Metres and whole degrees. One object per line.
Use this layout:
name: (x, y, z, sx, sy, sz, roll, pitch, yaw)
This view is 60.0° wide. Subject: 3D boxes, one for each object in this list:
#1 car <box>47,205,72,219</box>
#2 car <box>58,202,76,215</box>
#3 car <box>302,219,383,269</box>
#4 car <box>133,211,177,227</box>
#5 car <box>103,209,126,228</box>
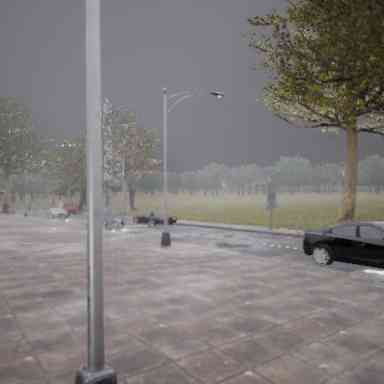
car: (-17.872, 2.784, 44.069, 1.812, 1.442, 4.674, -1, -1, -36)
car: (-19.782, 2.621, 51.634, 2.150, 2.045, 5.566, -1, -1, -36)
car: (5.947, 1.670, 10.583, 1.882, 1.535, 5.008, -1, -1, -36)
car: (-3.289, 2.258, 28.573, 1.895, 1.301, 4.718, -1, -1, -36)
car: (-7.443, 2.251, 29.318, 2.128, 1.511, 4.902, -1, -1, -36)
